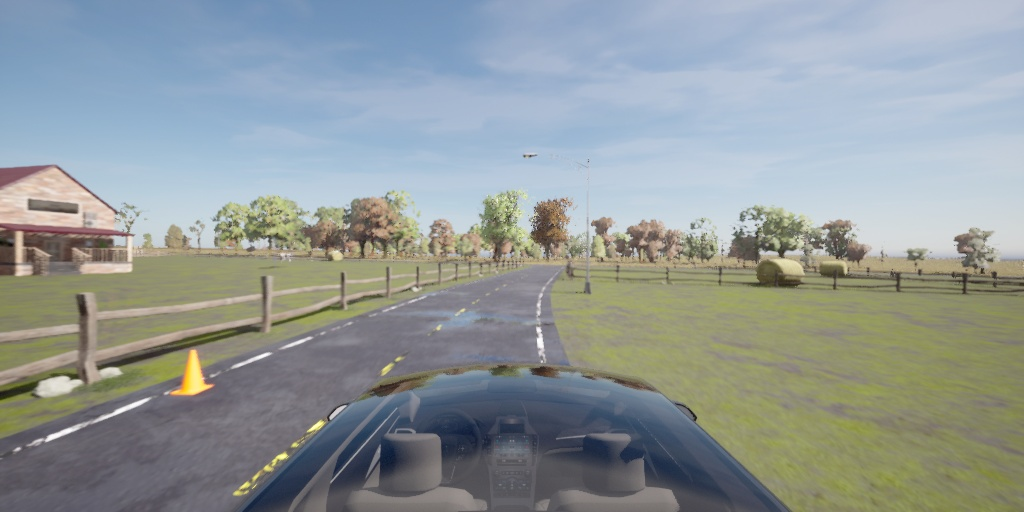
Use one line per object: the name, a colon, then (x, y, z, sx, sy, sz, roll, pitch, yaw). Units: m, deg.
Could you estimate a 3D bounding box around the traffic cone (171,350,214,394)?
traffic cone: (-4.696, 1.680, 5.276, 0.340, 0.580, 0.340, 0, 0, 2)
